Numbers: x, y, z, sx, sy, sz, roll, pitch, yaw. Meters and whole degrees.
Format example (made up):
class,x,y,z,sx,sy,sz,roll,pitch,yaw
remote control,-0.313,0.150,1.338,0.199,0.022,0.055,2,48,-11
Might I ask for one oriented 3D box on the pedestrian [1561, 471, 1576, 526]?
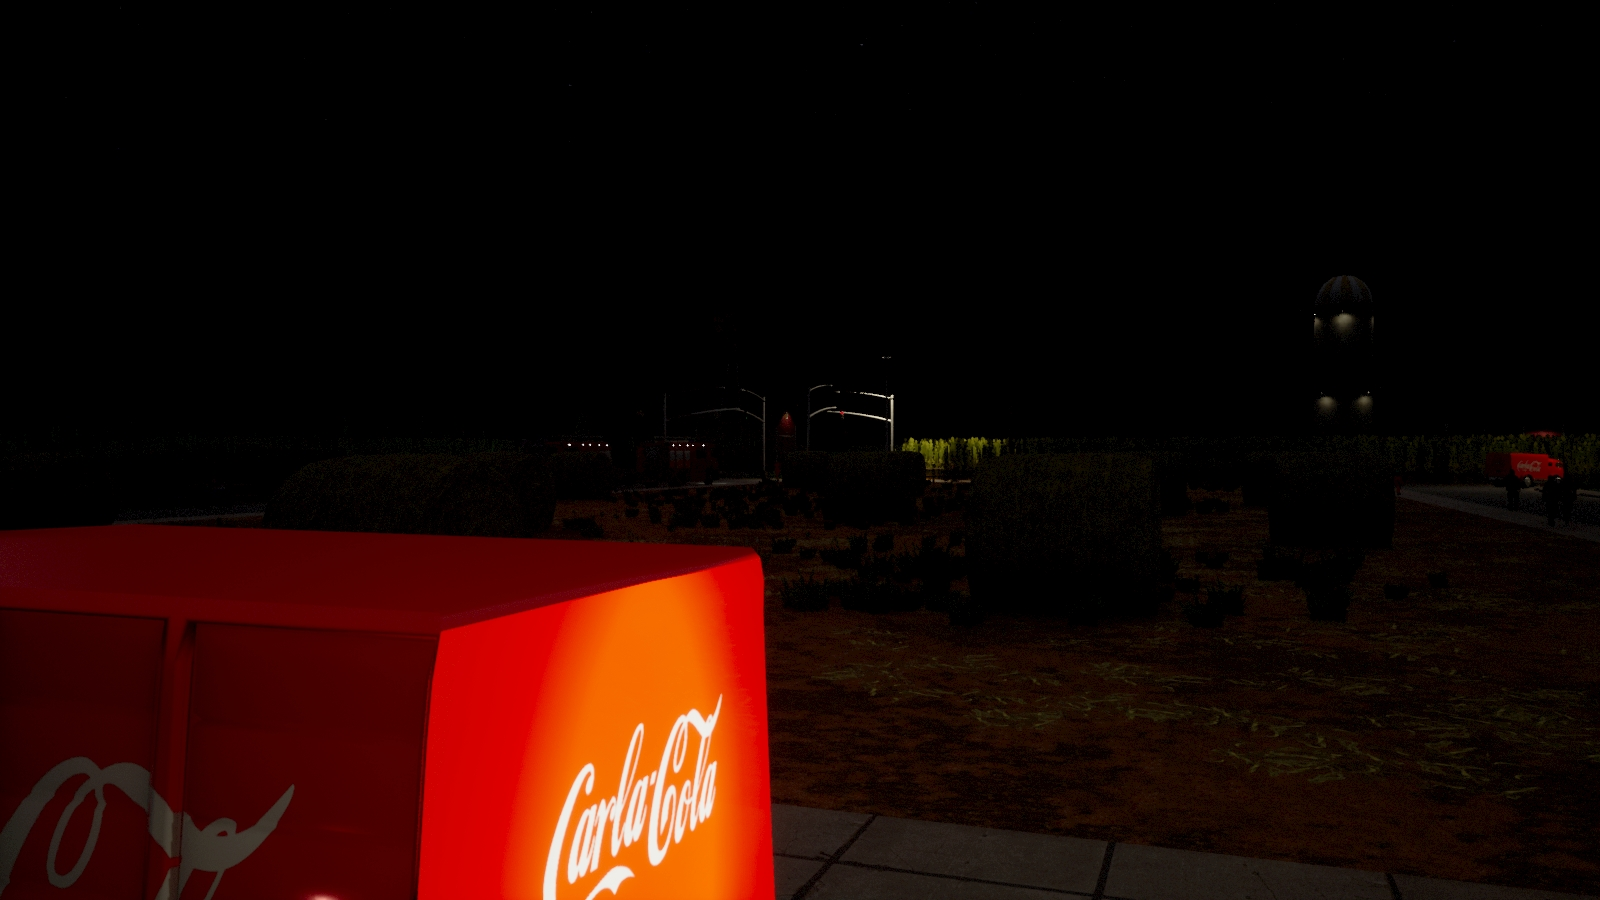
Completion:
class,x,y,z,sx,sy,sz,roll,pitch,yaw
pedestrian,26.529,1.664,39.465,0.375,1.860,0.375,0,0,26

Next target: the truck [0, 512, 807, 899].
class,x,y,z,sx,sy,sz,roll,pitch,yaw
truck,-2.866,1.569,4.345,5.204,2.467,2.627,0,0,20

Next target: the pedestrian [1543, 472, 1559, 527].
class,x,y,z,sx,sy,sz,roll,pitch,yaw
pedestrian,25.428,1.665,38.692,0.375,1.860,0.375,0,0,24

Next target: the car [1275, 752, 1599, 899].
class,x,y,z,sx,sy,sz,roll,pitch,yaw
car,3.388,1.905,2.099,4.553,1.767,2.097,0,0,20
